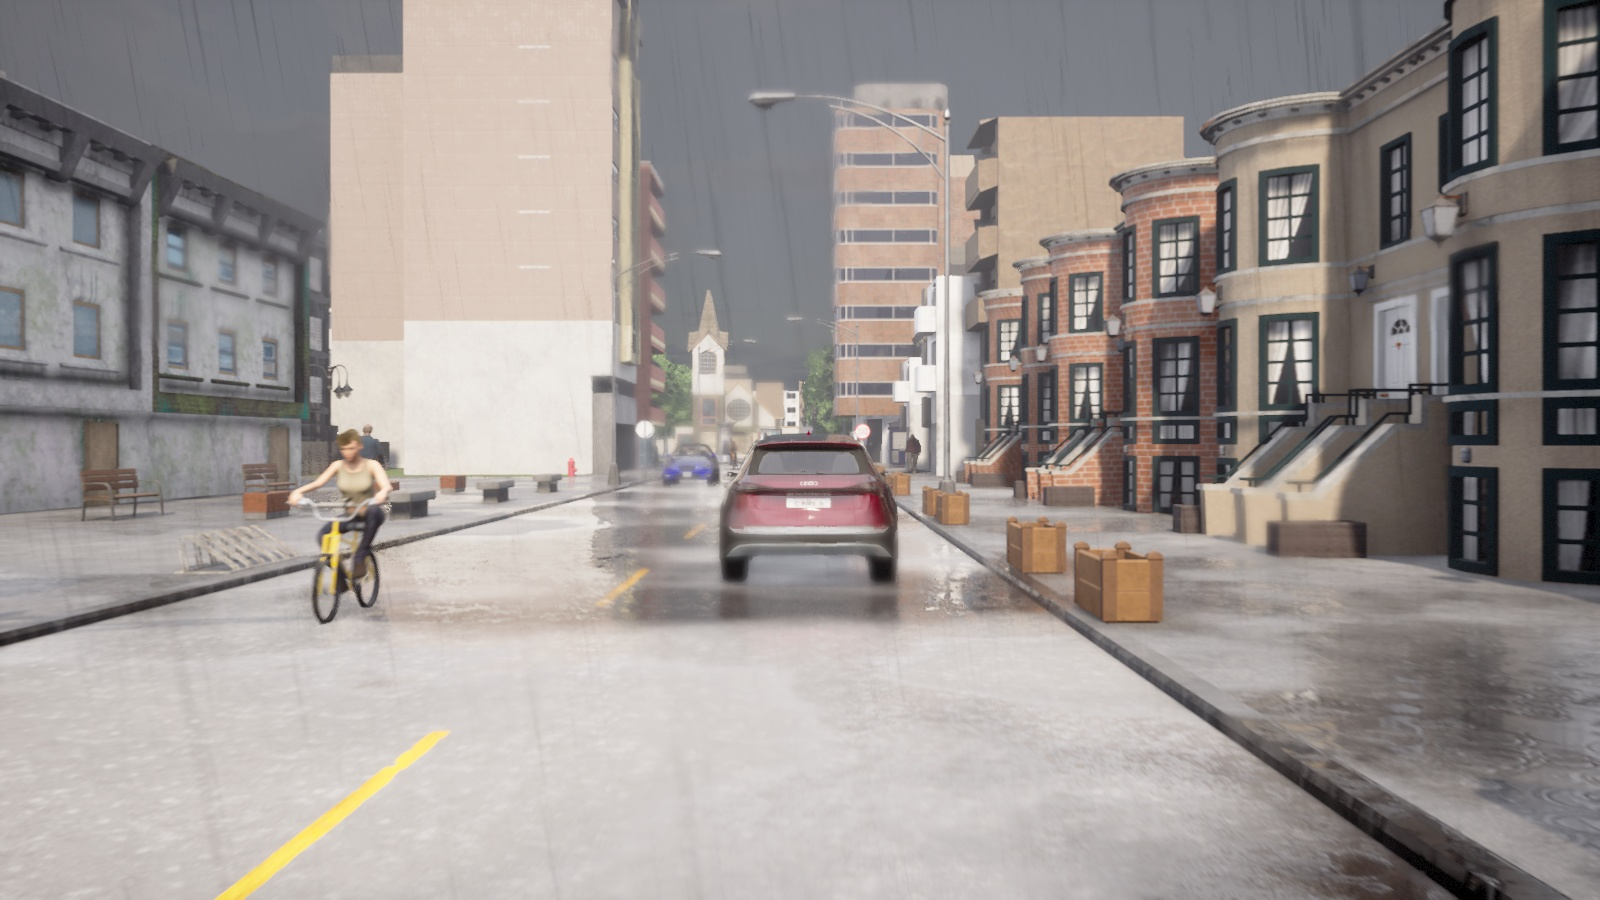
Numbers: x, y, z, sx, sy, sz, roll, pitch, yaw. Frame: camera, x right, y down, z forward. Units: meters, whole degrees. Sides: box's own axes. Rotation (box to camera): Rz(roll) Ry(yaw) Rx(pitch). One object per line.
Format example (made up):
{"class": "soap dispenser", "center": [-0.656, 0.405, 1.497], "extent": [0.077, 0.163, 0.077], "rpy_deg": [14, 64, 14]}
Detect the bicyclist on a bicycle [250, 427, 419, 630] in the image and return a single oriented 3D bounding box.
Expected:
{"class": "bicyclist on a bicycle", "center": [-3.918, 0.619, 10.712], "extent": [0.866, 1.612, 1.509], "rpy_deg": [0, 0, 1]}

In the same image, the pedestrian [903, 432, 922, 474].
{"class": "pedestrian", "center": [5.000, 0.141, 55.695], "extent": [0.634, 1.844, 0.899], "rpy_deg": [0, 0, 19]}

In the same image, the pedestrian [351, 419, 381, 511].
{"class": "pedestrian", "center": [-8.864, 0.304, 25.679], "extent": [0.402, 1.842, 0.726], "rpy_deg": [0, 0, -4]}

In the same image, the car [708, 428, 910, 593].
{"class": "car", "center": [0.102, 0.592, 15.037], "extent": [2.033, 1.649, 4.856], "rpy_deg": [0, 0, 0]}

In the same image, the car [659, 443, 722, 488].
{"class": "car", "center": [-3.753, 0.512, 43.567], "extent": [1.816, 1.474, 4.193], "rpy_deg": [0, 0, 0]}
